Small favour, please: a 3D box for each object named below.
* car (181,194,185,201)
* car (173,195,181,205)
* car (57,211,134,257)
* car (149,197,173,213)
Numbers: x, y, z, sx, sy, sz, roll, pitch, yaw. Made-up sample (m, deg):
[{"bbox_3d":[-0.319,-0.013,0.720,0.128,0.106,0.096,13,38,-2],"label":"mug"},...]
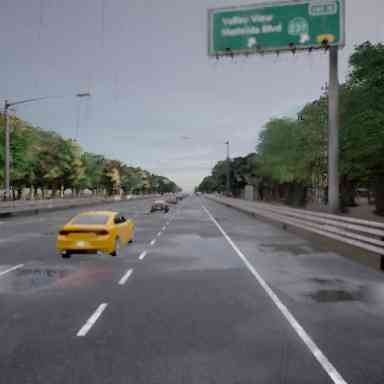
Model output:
[{"bbox_3d":[-3.443,1.530,88.464,1.882,1.535,5.008,0,0,0],"label":"car"},{"bbox_3d":[-3.492,1.564,60.382,2.033,1.411,5.357,0,0,0],"label":"car"},{"bbox_3d":[-3.499,1.479,12.942,1.882,1.535,5.008,0,0,0],"label":"car"},{"bbox_3d":[-3.494,1.533,37.218,1.812,1.442,4.674,0,0,0],"label":"car"}]
